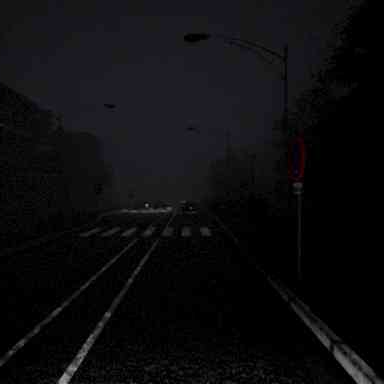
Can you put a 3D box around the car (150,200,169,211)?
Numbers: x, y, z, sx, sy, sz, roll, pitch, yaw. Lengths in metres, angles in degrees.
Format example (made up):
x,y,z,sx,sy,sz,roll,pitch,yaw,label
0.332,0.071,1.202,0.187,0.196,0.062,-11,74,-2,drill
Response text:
x,y,z,sx,sy,sz,roll,pitch,yaw,label
-4.898,2.011,50.335,1.837,1.490,4.892,0,-2,-2,car

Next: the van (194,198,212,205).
x,y,z,sx,sy,sz,roll,pitch,yaw,label
3.040,2.597,90.947,4.442,1.987,1.878,1,-1,-24,van

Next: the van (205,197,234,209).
x,y,z,sx,sy,sz,roll,pitch,yaw,label
4.546,1.870,55.388,4.442,1.987,1.878,1,-2,-22,van

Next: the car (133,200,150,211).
x,y,z,sx,sy,sz,roll,pitch,yaw,label
-7.696,2.013,50.215,1.837,1.490,4.892,0,-2,-2,car

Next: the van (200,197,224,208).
x,y,z,sx,sy,sz,roll,pitch,yaw,label
4.101,2.139,67.220,4.442,1.987,1.878,1,-2,-22,van

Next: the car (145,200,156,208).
x,y,z,sx,sy,sz,roll,pitch,yaw,label
-8.231,2.402,66.248,1.812,1.442,4.674,0,-1,-2,car

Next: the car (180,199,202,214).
x,y,z,sx,sy,sz,roll,pitch,yaw,label
-0.186,1.777,38.776,1.994,1.385,4.181,0,-1,-2,car

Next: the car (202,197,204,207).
x,y,z,sx,sy,sz,roll,pitch,yaw,label
4.749,1.626,46.452,5.566,2.045,2.435,1,-1,-22,car

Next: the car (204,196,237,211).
x,y,z,sx,sy,sz,roll,pitch,yaw,label
4.906,1.555,43.529,5.566,2.045,2.435,1,-2,-22,car
